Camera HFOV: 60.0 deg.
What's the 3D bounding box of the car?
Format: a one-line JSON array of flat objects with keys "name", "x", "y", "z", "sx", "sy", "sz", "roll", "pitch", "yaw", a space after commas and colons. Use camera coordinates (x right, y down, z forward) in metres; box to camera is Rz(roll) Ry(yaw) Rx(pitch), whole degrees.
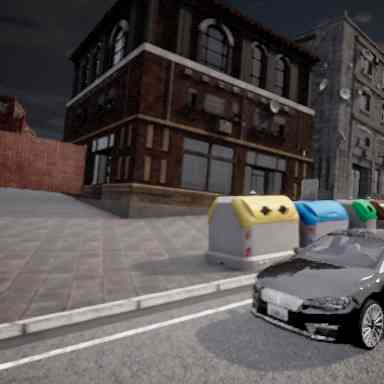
[{"name": "car", "x": 3.253, "y": 1.503, "z": 6.313, "sx": 4.902, "sy": 1.511, "sz": 2.128, "roll": 0, "pitch": 0, "yaw": -35}]
